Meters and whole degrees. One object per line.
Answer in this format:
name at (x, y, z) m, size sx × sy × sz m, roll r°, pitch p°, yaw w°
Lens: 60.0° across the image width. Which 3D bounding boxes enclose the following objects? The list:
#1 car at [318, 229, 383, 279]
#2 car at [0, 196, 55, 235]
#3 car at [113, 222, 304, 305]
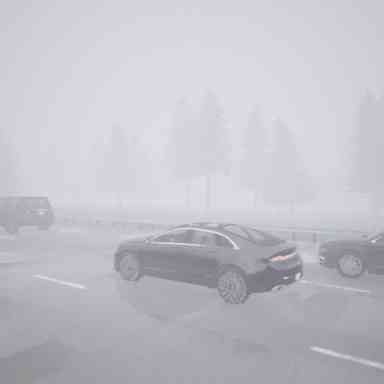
car at (5.802, 1.505, 8.448) m, size 4.892 × 1.490 × 1.837 m, roll 0°, pitch 0°, yaw 35°
car at (-10.359, 1.222, 19.206) m, size 5.566 × 2.045 × 2.150 m, roll 0°, pitch 0°, yaw 31°
car at (0.162, 1.492, 8.136) m, size 4.902 × 1.511 × 2.128 m, roll 0°, pitch 0°, yaw 35°
